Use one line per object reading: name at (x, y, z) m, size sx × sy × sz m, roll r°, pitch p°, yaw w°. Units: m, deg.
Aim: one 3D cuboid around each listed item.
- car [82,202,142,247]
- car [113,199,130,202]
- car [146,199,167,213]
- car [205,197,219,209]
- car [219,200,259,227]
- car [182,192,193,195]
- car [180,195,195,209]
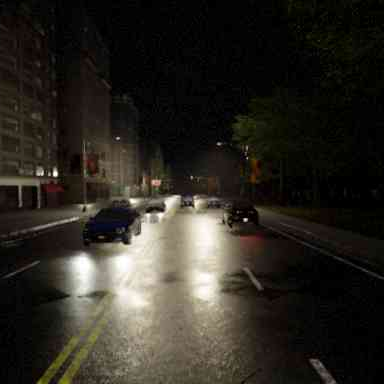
car at (-3.509, 1.458, 15.313) m, size 1.882 × 1.535 × 5.008 m, roll -1°, pitch 0°, yaw -1°
car at (-6.961, 1.460, 32.558) m, size 1.837 × 1.490 × 4.892 m, roll -1°, pitch 0°, yaw 0°
car at (-3.733, 1.462, 35.630) m, size 2.033 × 1.411 × 5.357 m, roll 0°, pitch 0°, yaw 0°
car at (2.704, 1.379, 43.358) m, size 2.033 × 1.411 × 5.357 m, roll -1°, pitch 0°, yaw -1°
car at (3.093, 1.403, 21.826) m, size 1.837 × 1.490 × 4.892 m, roll 0°, pitch -1°, yaw -1°
car at (-0.687, 1.045, 53.343) m, size 2.150 × 2.045 × 5.566 m, roll -1°, pitch 0°, yaw -1°
car at (-0.541, 1.409, 42.824) m, size 2.033 × 1.411 × 5.357 m, roll -1°, pitch 0°, yaw -1°
